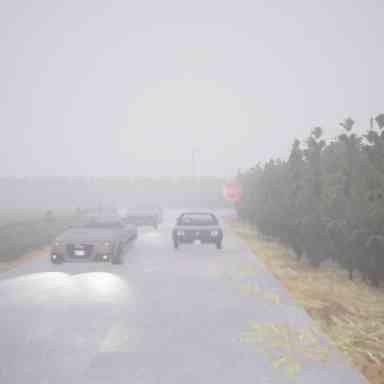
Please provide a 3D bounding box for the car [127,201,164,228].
[{"bbox_3d":[-2.887,1.322,20.880,1.882,1.535,5.008,0,0,1],"label":"car"}]

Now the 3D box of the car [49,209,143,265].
[{"bbox_3d":[-3.075,1.476,11.174,1.994,1.385,4.181,0,0,1],"label":"car"}]

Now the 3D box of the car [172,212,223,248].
[{"bbox_3d":[0.227,1.499,14.228,1.895,1.301,4.718,0,0,1],"label":"car"}]
